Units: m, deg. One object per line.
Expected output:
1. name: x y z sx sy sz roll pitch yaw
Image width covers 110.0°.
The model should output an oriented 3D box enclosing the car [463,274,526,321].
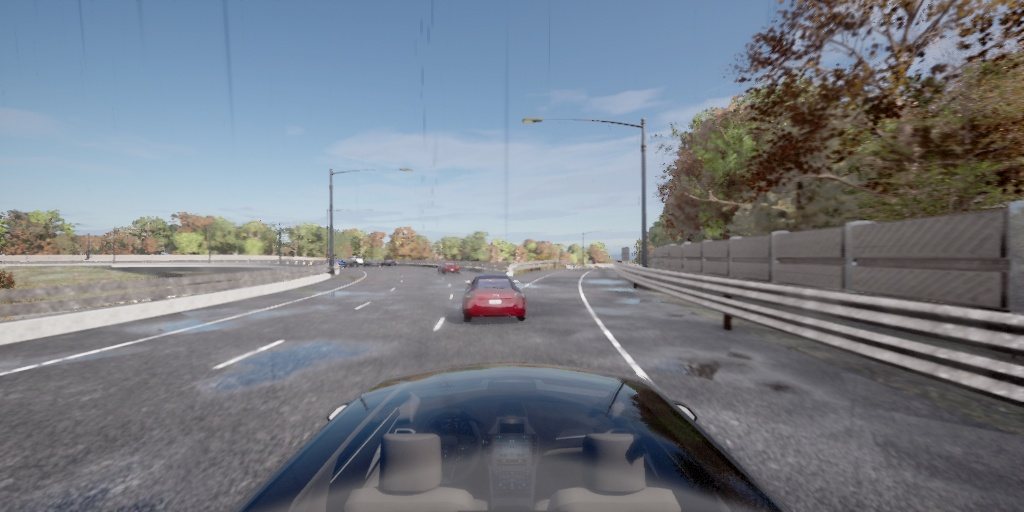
1. car: -0.684 1.322 12.534 1.994 1.385 4.181 0 0 -6

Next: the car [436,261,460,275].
1. car: -7.191 1.329 40.493 1.812 1.442 4.674 0 0 -21
